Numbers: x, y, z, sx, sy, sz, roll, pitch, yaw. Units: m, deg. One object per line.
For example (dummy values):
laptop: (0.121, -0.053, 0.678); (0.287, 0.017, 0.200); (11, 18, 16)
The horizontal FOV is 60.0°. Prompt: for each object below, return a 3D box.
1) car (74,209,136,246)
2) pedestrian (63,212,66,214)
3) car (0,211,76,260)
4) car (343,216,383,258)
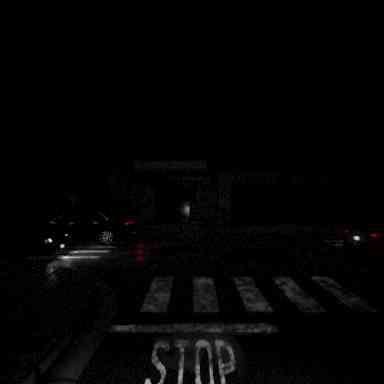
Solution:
car: (-4.972, 1.547, 14.775); (4.892, 1.490, 1.837); (-1, -1, 0)
pedestrian: (-6.779, 1.632, 17.694); (0.500, 1.100, 0.500); (0, 0, 0)
car: (-7.272, 1.564, 11.836); (5.357, 1.411, 2.033); (-1, -1, 0)
car: (7.371, 1.443, 11.219); (4.181, 1.385, 1.994); (-1, -1, -10)
